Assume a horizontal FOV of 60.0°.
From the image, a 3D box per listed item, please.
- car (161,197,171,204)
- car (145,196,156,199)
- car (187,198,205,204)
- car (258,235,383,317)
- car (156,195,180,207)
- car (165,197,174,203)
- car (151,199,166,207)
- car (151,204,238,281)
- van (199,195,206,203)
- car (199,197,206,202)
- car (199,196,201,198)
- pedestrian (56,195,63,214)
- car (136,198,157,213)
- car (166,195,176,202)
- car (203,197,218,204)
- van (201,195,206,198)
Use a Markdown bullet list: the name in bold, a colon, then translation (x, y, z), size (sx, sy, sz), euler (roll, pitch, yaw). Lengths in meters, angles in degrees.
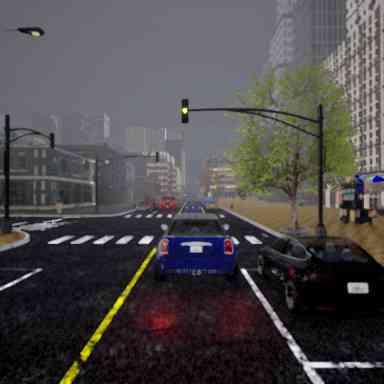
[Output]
- **car**: translation (-5.677, 1.888, 73.087), size (1.752, 1.417, 4.829), euler (0, 0, 0)
- **car**: translation (-5.680, 1.540, 45.504), size (2.192, 1.841, 5.009), euler (0, 0, 0)
- **car**: translation (0.104, 1.738, 38.565), size (2.033, 1.411, 5.357), euler (0, 0, 0)
- **car**: translation (2.694, 1.603, 7.475), size (1.947, 1.339, 4.313), euler (0, 0, 0)
- **car**: translation (-3.084, 1.436, 43.870), size (2.150, 2.045, 5.566), euler (0, 0, 0)
- **car**: translation (-5.676, 1.970, 84.359), size (2.008, 1.369, 4.403), euler (0, 0, 0)
- **car**: translation (-5.679, 1.831, 56.605), size (2.008, 1.369, 4.403), euler (0, 0, 0)
- **car**: translation (0.101, 1.403, 10.140), size (2.097, 1.767, 4.553), euler (0, 0, 0)
- **van**: translation (2.707, 1.760, 84.361), size (1.690, 1.788, 3.998), euler (0, 0, 0)
- **car**: translation (2.706, 1.973, 90.081), size (1.752, 1.417, 4.829), euler (0, 0, 0)
- **car**: translation (2.701, 1.859, 62.157), size (2.008, 1.369, 4.403), euler (0, 0, 0)
- **pedestrian**: translation (-12.746, 1.195, 31.960), size (0.375, 1.860, 0.375), euler (0, -1, -1)
- **car**: translation (-5.682, 1.780, 39.951), size (1.802, 1.307, 4.206), euler (0, 0, 0)
- **car**: translation (-5.674, 1.762, 89.911), size (2.192, 1.841, 5.009), euler (0, 0, 0)
- **car**: translation (2.699, 1.751, 45.674), size (1.752, 1.417, 4.829), euler (0, 0, 0)
- **van**: translation (2.701, 1.594, 51.056), size (1.690, 1.788, 3.998), euler (0, 0, 0)
